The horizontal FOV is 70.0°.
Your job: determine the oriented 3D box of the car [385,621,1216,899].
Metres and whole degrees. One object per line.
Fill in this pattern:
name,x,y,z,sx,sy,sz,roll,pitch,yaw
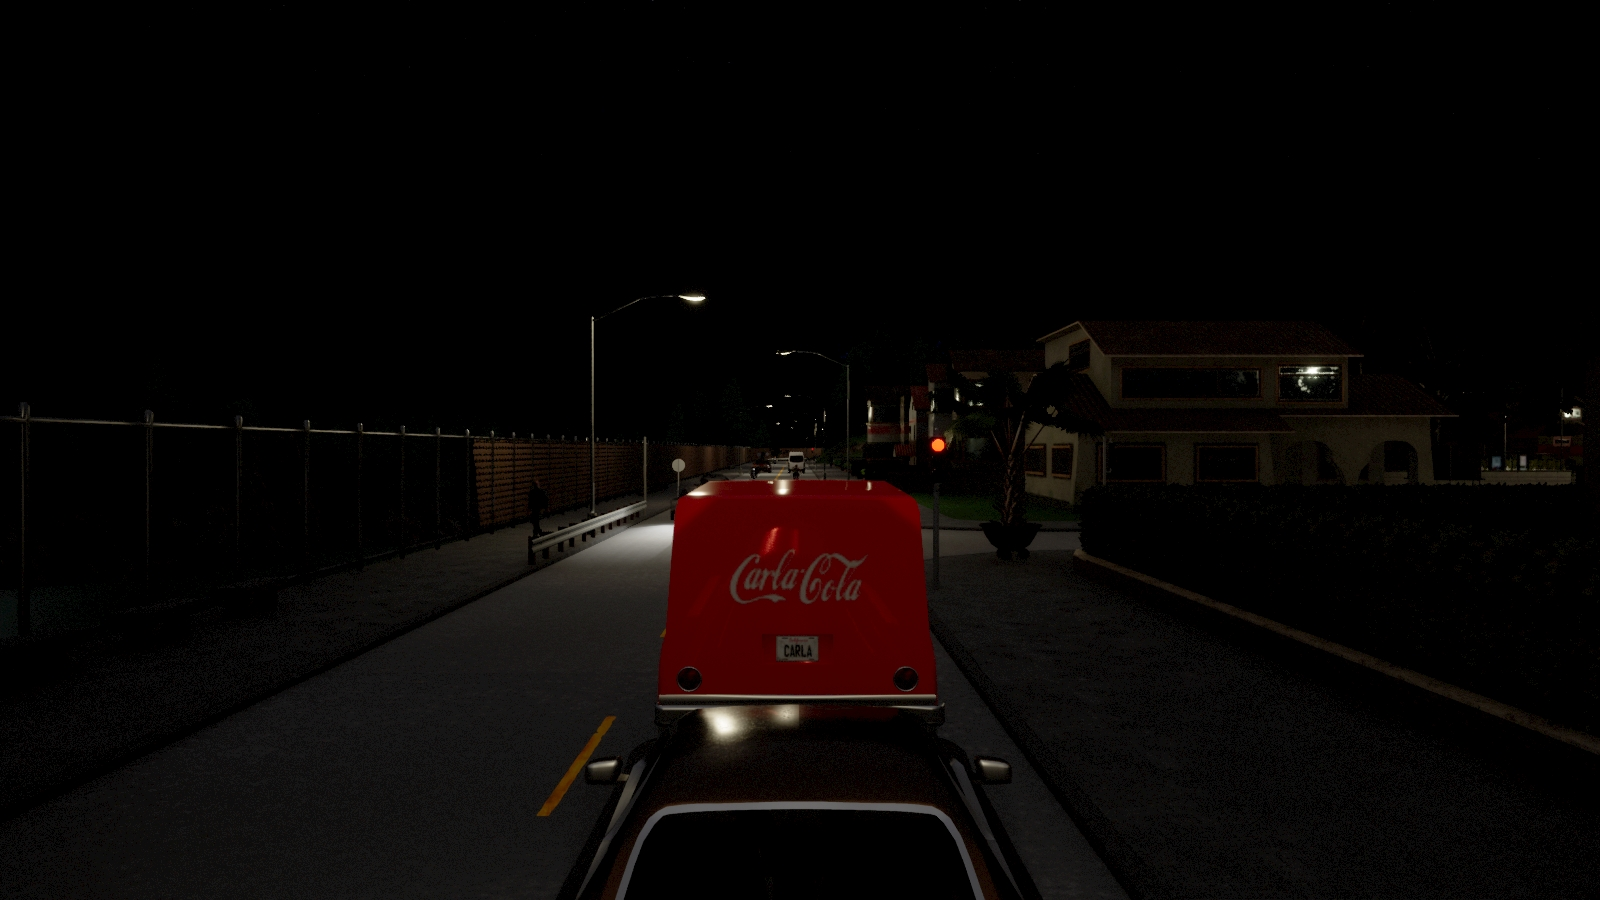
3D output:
car,-0.006,1.989,5.238,2.152,1.651,5.027,0,0,0

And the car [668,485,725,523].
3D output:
car,-4.132,2.139,46.256,1.895,1.301,4.718,0,0,0

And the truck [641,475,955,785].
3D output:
truck,-0.025,1.564,12.158,2.627,2.467,5.204,0,0,0

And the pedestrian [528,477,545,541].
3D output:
pedestrian,-7.777,1.732,33.747,0.375,1.860,0.375,0,0,9
